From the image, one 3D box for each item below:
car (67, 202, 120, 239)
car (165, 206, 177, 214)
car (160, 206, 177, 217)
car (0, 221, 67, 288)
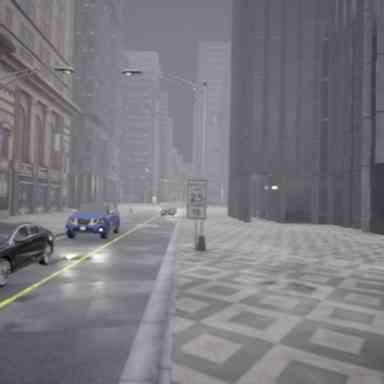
[{"bbox_3d":[-5.884,1.644,20.440,2.150,2.045,5.566,1,-2,-2],"label":"car"},{"bbox_3d":[-3.613,3.087,58.048,1.895,1.301,4.718,1,-2,-2],"label":"car"},{"bbox_3d":[-3.332,2.786,46.476,1.895,1.301,4.718,1,-2,-1],"label":"car"},{"bbox_3d":[-5.633,1.628,9.708,2.128,1.511,4.902,2,-2,-3],"label":"car"}]
